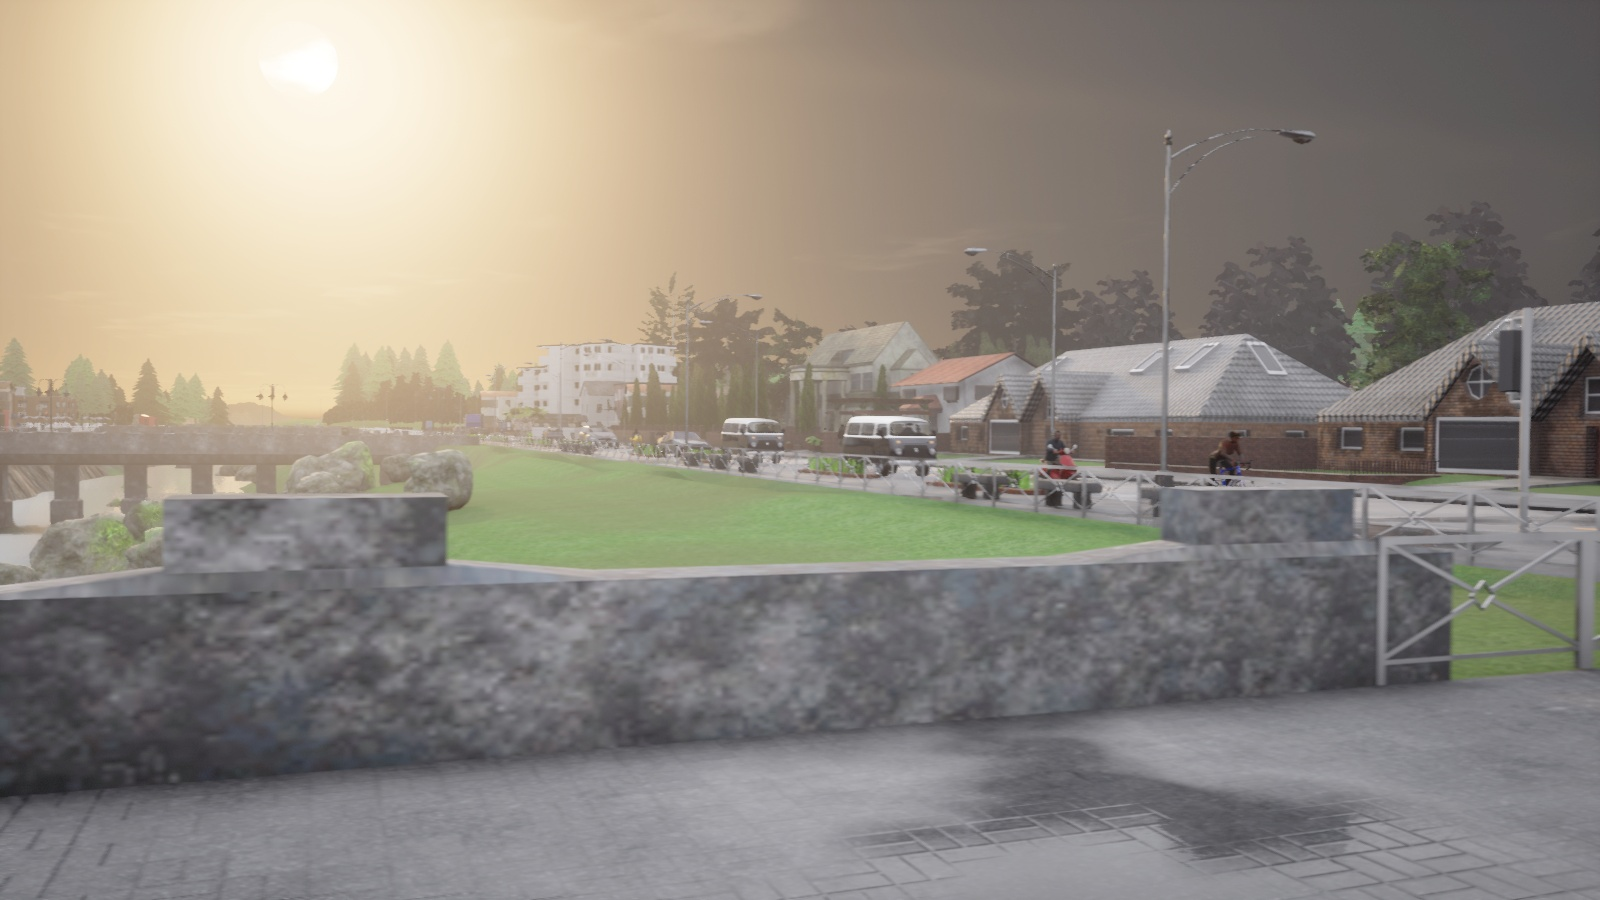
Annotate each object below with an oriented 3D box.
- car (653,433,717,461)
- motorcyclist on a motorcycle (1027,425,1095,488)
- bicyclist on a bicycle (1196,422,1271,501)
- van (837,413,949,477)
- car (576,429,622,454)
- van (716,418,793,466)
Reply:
[{"bbox_3d":[-6.180,-0.177,66.934,2.033,1.411,5.357,-1,1,-21],"label":"car"},{"bbox_3d":[6.801,0.144,32.821,0.866,1.590,1.817,-1,1,-21],"label":"motorcyclist on a motorcycle"},{"bbox_3d":[9.165,0.219,26.610,0.582,1.620,1.656,-1,1,-21],"label":"bicyclist on a bicycle"},{"bbox_3d":[3.072,-0.205,42.611,2.069,2.038,4.480,-1,1,-21],"label":"van"},{"bbox_3d":[-14.058,-0.632,87.625,2.242,1.667,4.611,-1,1,-21],"label":"car"},{"bbox_3d":[-2.087,-0.370,56.166,2.069,2.038,4.480,-1,1,-21],"label":"van"}]
